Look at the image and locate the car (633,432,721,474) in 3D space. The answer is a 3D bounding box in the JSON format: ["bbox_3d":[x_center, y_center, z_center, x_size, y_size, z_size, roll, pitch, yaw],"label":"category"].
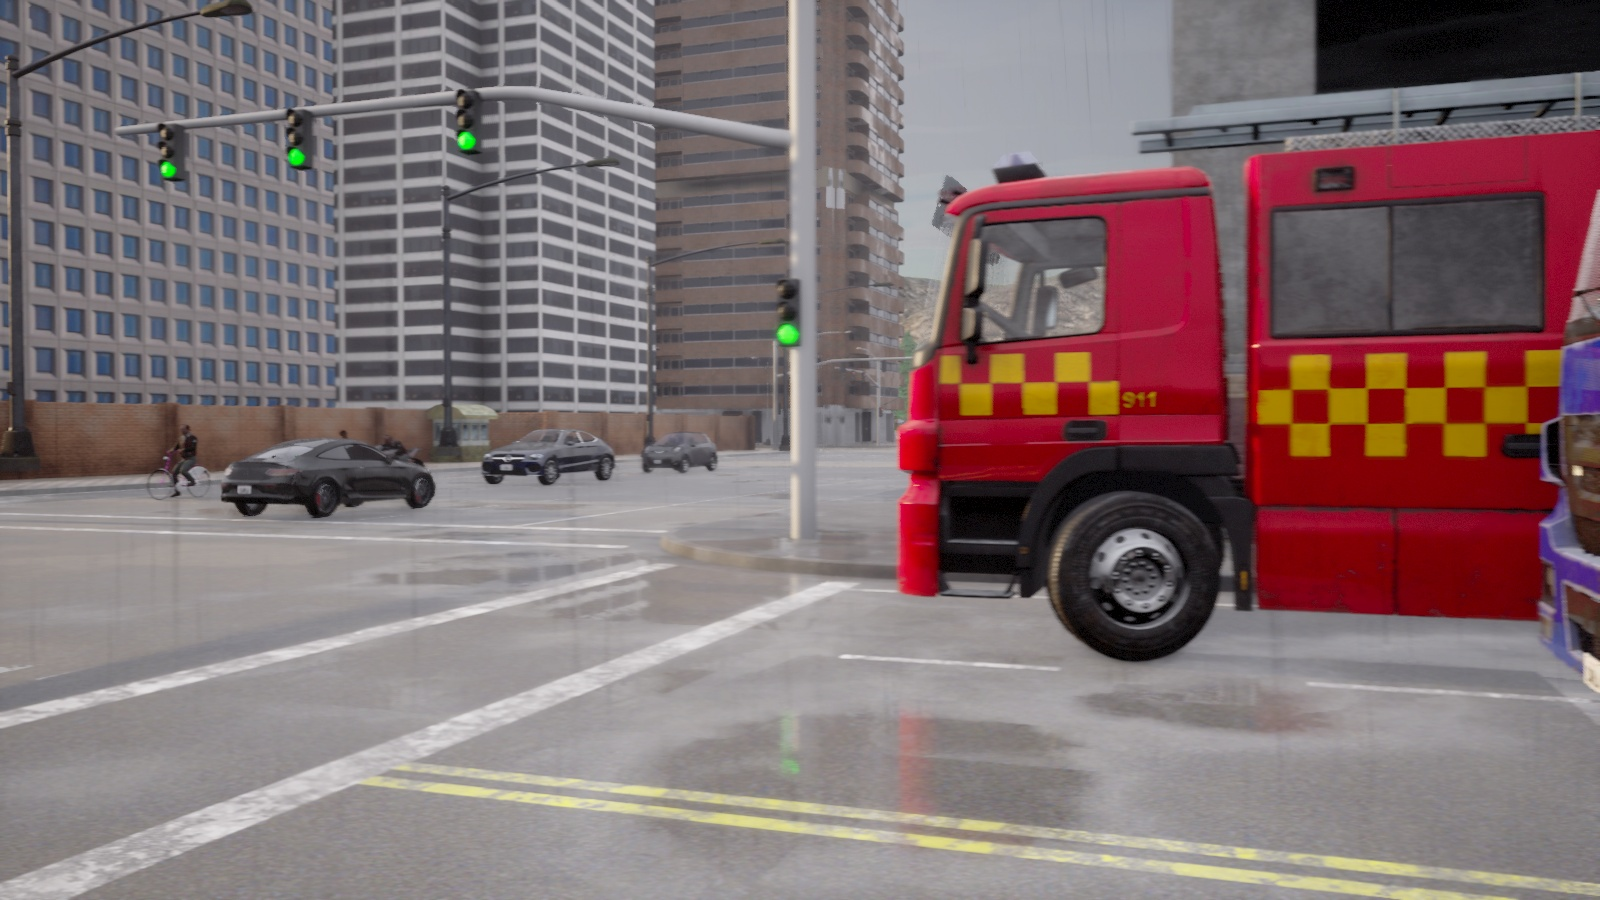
[{"bbox_3d":[-4.543,0.066,46.790,1.845,1.501,3.633,1,1,20],"label":"car"}]

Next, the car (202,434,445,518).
[{"bbox_3d":[-9.036,0.426,24.292,1.812,1.442,4.674,1,1,19],"label":"car"}]

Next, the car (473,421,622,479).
[{"bbox_3d":[-7.618,-0.045,38.404,2.152,1.651,5.027,1,1,20],"label":"car"}]

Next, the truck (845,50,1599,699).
[{"bbox_3d":[4.804,-0.465,8.920,8.468,3.827,2.891,1,1,20],"label":"truck"}]

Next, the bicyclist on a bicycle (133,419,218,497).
[{"bbox_3d":[-14.619,0.166,29.452,0.659,1.776,1.843,1,1,20],"label":"bicyclist on a bicycle"}]

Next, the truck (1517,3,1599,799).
[{"bbox_3d":[7.286,-0.199,4.328,7.936,3.462,2.891,1,1,20],"label":"truck"}]

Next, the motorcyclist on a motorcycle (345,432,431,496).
[{"bbox_3d":[-10.234,0.317,31.273,0.866,1.530,2.191,1,1,20],"label":"motorcyclist on a motorcycle"}]
